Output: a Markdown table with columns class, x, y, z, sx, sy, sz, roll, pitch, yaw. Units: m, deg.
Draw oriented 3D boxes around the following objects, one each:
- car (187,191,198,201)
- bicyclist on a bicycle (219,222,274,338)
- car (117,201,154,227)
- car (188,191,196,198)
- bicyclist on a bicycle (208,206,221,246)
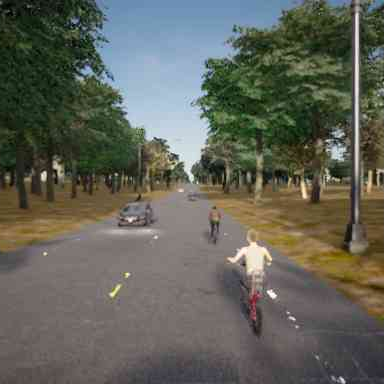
| class | x | y | z | sx | sy | sz | roll | pitch | yaw |
| --- | --- | --- | --- | --- | --- | --- | --- | --- | --- |
| car | 0.100 | 0.857 | 60.914 | 2.128 | 1.511 | 4.902 | 0 | 1 | 0 |
| bicyclist on a bicycle | 1.004 | 1.429 | 5.620 | 0.866 | 1.612 | 1.509 | 0 | 0 | -1 |
| car | -3.600 | 1.413 | 21.877 | 1.837 | 1.490 | 4.892 | 0 | 0 | 0 |
| car | 0.001 | 0.564 | 73.950 | 1.837 | 1.490 | 4.892 | 0 | 1 | 0 |
| bicyclist on a bicycle | 0.965 | 1.409 | 13.935 | 0.582 | 1.620 | 1.656 | 0 | 0 | 0 |
